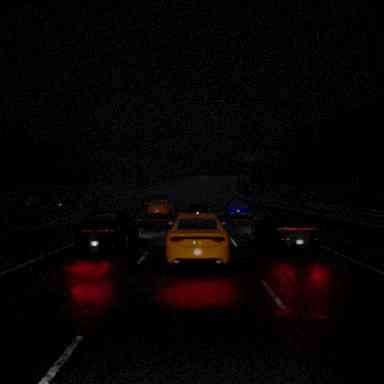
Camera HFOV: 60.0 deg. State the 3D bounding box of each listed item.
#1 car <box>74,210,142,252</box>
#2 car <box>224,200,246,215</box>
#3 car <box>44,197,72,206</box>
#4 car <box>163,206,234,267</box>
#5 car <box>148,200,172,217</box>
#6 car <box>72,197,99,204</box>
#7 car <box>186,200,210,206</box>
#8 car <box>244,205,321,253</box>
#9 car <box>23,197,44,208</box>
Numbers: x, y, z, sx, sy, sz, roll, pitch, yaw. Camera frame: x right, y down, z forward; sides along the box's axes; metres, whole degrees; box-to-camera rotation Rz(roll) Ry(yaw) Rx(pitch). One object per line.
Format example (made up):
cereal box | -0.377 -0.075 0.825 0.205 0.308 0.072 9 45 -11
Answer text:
car | -3.291 1.502 13.761 1.837 1.490 4.892 0 0 1
car | 4.063 1.477 31.197 1.882 1.535 5.008 0 0 2
car | -16.742 1.488 43.048 1.837 1.490 4.892 0 0 2
car | 0.180 1.477 11.507 1.882 1.535 5.008 0 0 1
car | -2.940 1.472 31.202 1.882 1.535 5.008 0 0 2
car | -13.248 1.490 42.874 1.837 1.490 4.892 0 0 2
car | 0.523 1.502 29.753 1.837 1.490 4.892 0 0 1
car | 3.709 1.492 13.770 2.128 1.511 4.902 0 0 1
car | -20.222 1.471 43.539 2.128 1.511 4.902 0 0 2
